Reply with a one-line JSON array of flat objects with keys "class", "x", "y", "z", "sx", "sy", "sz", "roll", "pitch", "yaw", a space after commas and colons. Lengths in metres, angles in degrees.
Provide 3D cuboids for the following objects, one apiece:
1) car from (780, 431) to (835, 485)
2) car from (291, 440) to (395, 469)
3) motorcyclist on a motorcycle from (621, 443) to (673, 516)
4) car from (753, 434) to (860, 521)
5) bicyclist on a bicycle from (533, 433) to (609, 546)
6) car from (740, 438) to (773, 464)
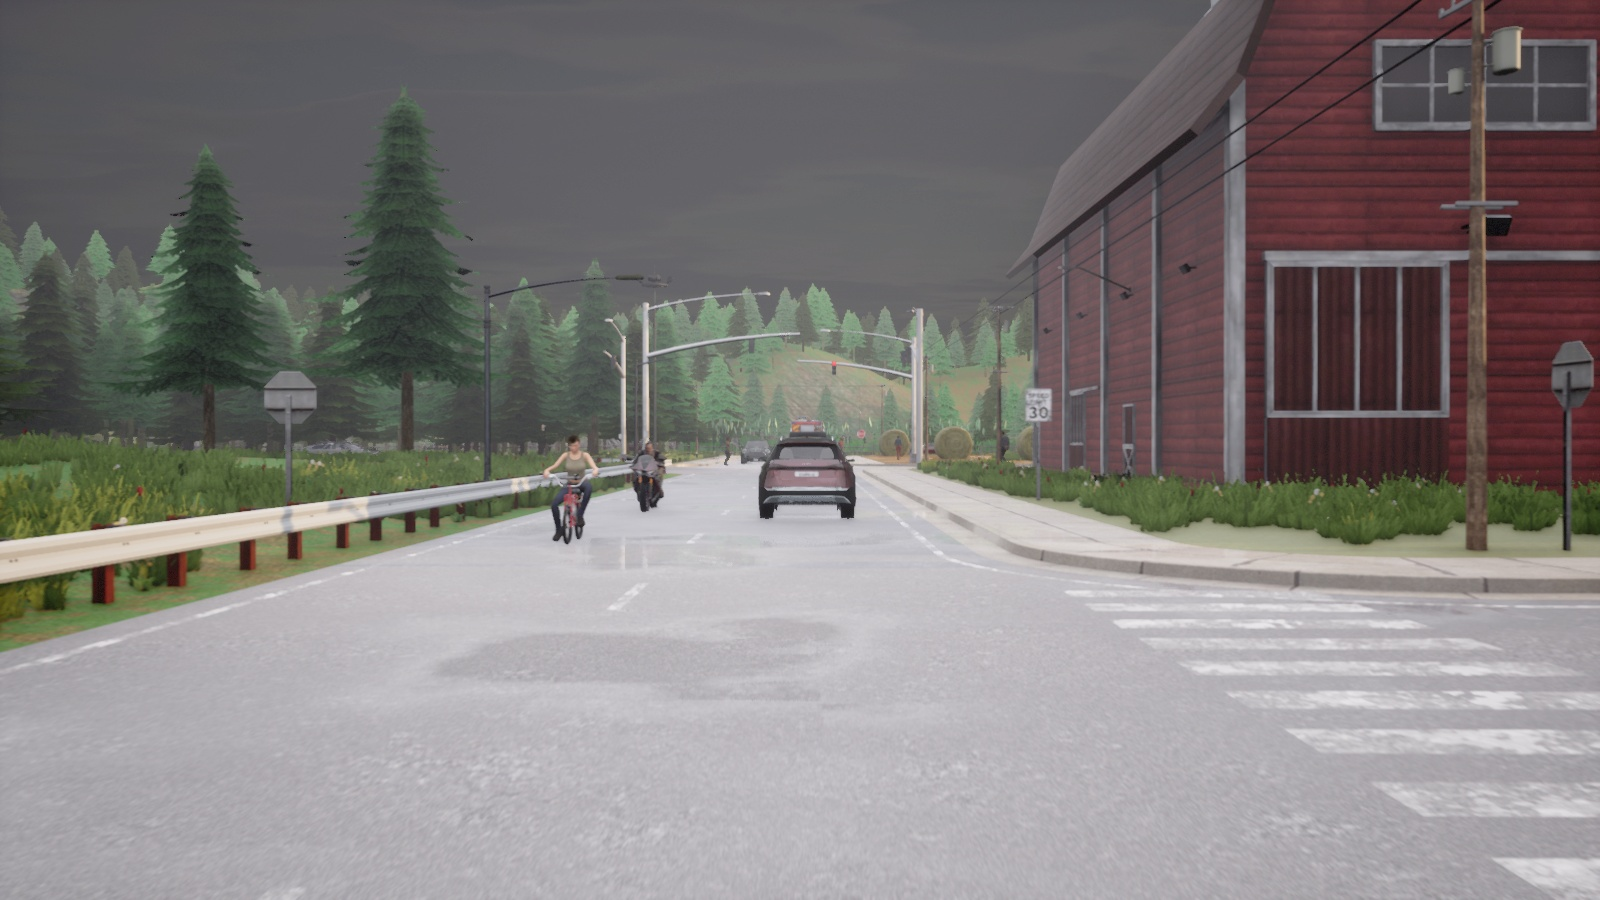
[{"class": "car", "x": 0.276, "y": 0.262, "z": 45.540, "sx": 1.905, "sy": 1.878, "sz": 3.866, "roll": 0, "pitch": 0, "yaw": 0}, {"class": "car", "x": -24.909, "y": 0.234, "z": 68.499, "sx": 4.902, "sy": 1.511, "sz": 2.128, "roll": 0, "pitch": 0, "yaw": -1}, {"class": "motorcyclist on a motorcycle", "x": -3.327, "y": 0.609, "z": 27.532, "sx": 0.866, "sy": 1.530, "sz": 2.191, "roll": 0, "pitch": 0, "yaw": 0}, {"class": "car", "x": 0.153, "y": 0.515, "z": 26.274, "sx": 2.033, "sy": 1.649, "sz": 4.856, "roll": 0, "pitch": 0, "yaw": 1}, {"class": "bicyclist on a bicycle", "x": -3.385, "y": 0.565, "z": 18.681, "sx": 0.866, "sy": 1.612, "sz": 1.509, "roll": 0, "pitch": 0, "yaw": 0}, {"class": "car", "x": -2.988, "y": 0.067, "z": 86.811, "sx": 2.097, "sy": 1.767, "sz": 4.553, "roll": 0, "pitch": 0, "yaw": 0}]
